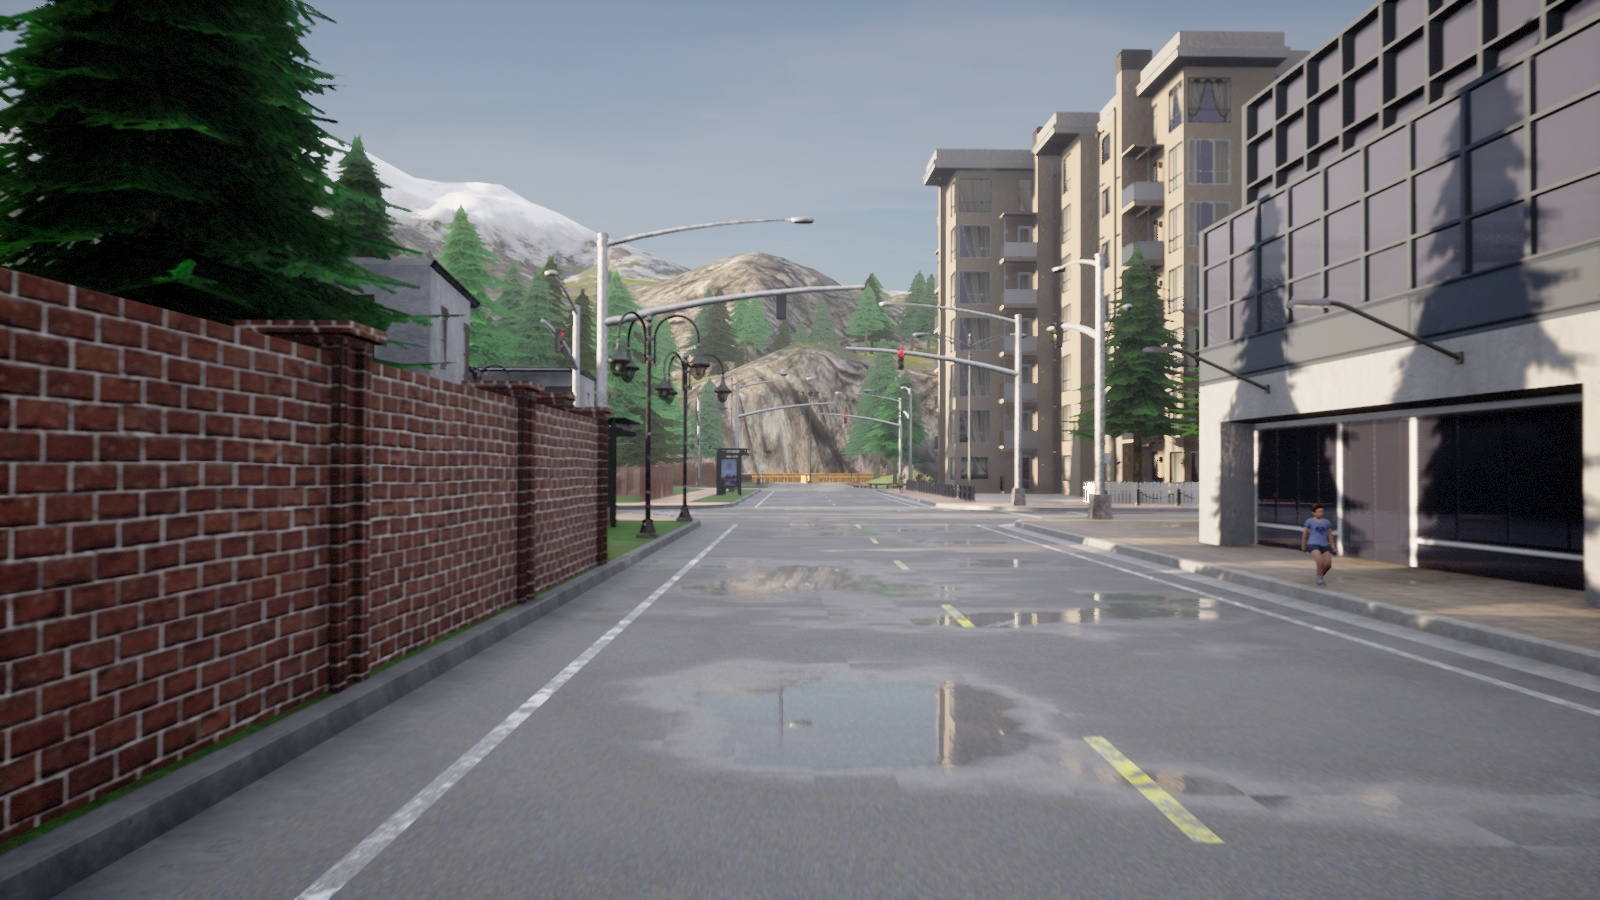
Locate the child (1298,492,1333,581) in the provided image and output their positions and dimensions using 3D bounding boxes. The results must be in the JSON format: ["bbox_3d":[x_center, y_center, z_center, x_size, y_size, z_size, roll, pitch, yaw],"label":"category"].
[{"bbox_3d":[6.535,1.091,15.917,0.255,1.110,0.394,0,-1,-3],"label":"child"}]
